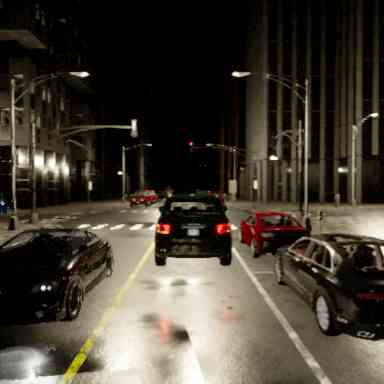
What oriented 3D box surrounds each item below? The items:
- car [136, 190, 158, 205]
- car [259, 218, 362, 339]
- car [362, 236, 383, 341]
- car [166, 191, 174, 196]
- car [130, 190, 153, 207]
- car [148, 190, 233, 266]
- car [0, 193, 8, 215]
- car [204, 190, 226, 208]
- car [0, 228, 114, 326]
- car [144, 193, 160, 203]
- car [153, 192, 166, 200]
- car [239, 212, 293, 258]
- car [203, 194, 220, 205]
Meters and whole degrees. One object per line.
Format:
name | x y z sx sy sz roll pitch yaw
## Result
car | -5.938 0.705 44.479 2.192 1.841 5.009 0 1 0
car | 2.784 1.456 6.310 2.008 1.369 4.403 0 1 0
car | 2.812 1.299 0.782 2.192 1.841 5.009 0 1 0
car | -6.196 0.310 95.269 1.887 1.381 4.507 0 1 0
car | -5.909 0.780 38.836 2.192 1.841 5.009 0 1 0
car | 0.031 1.063 11.036 2.150 2.045 5.566 0 1 0
car | -17.919 1.127 26.852 5.566 2.045 2.150 -1 1 -1
car | 2.615 0.773 38.870 2.192 1.841 5.009 0 1 0
car | -2.978 1.467 6.902 1.994 1.385 4.181 0 1 0
car | -5.966 0.882 50.124 1.947 1.339 4.313 0 1 0
car | -6.024 0.739 61.410 1.947 1.339 4.313 0 1 0
car | 2.755 1.373 11.835 1.887 1.381 4.507 0 1 0
car | 2.588 0.948 44.516 1.947 1.339 4.313 0 1 0
